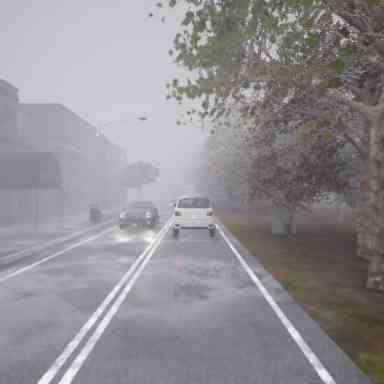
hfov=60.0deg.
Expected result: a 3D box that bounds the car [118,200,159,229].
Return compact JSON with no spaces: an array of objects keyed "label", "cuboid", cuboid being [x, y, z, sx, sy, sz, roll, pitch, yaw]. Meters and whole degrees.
[{"label":"car","cuboid":[-3.343,1.347,21.585,2.097,1.767,4.553,0,0,0]}]

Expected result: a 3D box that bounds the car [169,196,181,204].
[{"label":"car","cuboid":[-3.248,1.543,64.354,1.994,1.385,4.181,0,0,0]}]

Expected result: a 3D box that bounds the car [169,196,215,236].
[{"label":"car","cuboid":[0.103,1.218,18.712,2.150,2.045,5.566,0,0,0]}]
